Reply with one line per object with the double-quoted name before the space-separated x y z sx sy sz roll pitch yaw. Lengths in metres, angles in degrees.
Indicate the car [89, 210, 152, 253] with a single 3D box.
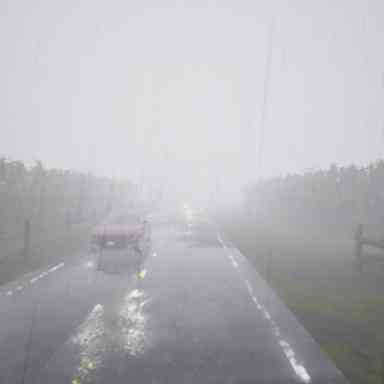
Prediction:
"car" -2.846 1.551 14.174 1.882 1.535 5.008 0 0 0
